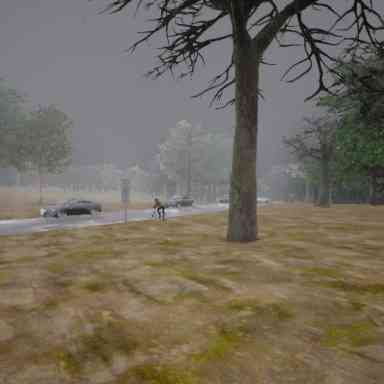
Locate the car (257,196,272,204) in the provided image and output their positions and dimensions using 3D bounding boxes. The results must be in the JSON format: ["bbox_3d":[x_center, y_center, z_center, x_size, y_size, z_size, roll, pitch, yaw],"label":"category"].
[{"bbox_3d":[12.178,1.284,55.803,1.895,1.301,4.718,1,0,23],"label":"car"}]

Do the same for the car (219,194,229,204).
[{"bbox_3d":[5.704,1.055,49.466,1.837,1.490,4.892,1,0,28],"label":"car"}]

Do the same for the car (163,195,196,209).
[{"bbox_3d":[-1.327,1.089,37.315,1.837,1.490,4.892,1,1,32],"label":"car"}]

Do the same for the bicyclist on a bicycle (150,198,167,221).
[{"bbox_3d":[-2.451,1.288,24.053,1.656,1.620,0.582,0,0,36],"label":"bicyclist on a bicycle"}]

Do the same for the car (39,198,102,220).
[{"bbox_3d":[-9.248,1.250,25.685,2.128,1.511,4.902,2,1,36],"label":"car"}]
